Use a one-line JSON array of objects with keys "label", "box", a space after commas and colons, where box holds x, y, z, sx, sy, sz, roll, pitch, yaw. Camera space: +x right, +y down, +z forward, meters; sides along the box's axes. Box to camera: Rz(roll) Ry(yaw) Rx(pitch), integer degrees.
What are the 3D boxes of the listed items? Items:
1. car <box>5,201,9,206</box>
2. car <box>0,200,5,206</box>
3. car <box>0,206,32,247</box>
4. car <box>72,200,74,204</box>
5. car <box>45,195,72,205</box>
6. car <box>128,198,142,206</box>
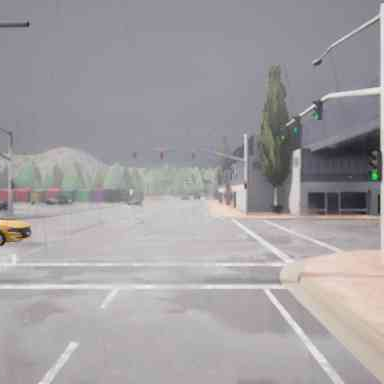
[{"label": "car", "box": [-24.904, 1.360, 41.778, 3.866, 1.878, 1.905, 0, 0, 0]}, {"label": "car", "box": [-24.961, 1.343, 38.884, 4.605, 1.855, 1.932, 0, 0, 0]}, {"label": "car", "box": [-9.723, 1.549, 14.569, 5.008, 1.535, 1.882, 0, 0, -3]}, {"label": "car", "box": [-24.913, 1.709, 64.296, 3.806, 1.475, 1.970, 0, 0, 0]}, {"label": "car", "box": [-24.926, 1.456, 61.401, 3.866, 1.878, 1.905, 0, 0, 0]}, {"label": "car", "box": [-10.195, 1.781, 59.553, 2.128, 1.511, 4.902, 0, 0, 2]}]
